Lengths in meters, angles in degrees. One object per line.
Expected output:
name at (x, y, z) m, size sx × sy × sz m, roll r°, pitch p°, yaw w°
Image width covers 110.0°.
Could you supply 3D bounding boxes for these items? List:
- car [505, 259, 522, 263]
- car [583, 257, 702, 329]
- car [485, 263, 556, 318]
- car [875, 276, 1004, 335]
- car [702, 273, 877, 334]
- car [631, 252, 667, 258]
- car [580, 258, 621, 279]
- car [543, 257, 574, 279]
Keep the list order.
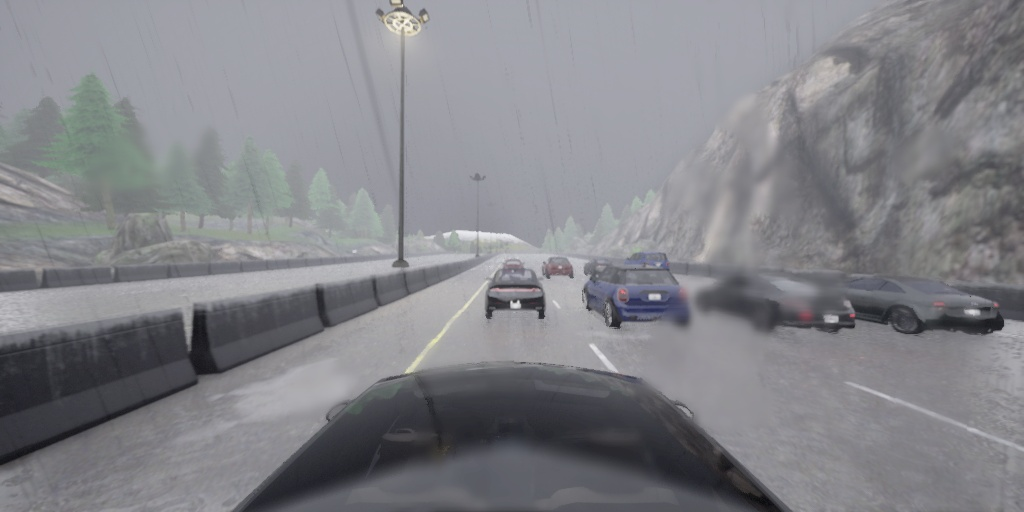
car at (0.111, 0.975, 30.486) m, size 1.812 × 1.442 × 4.674 m, roll 0°, pitch 1°, yaw 0°
car at (3.604, 1.037, 11.177) m, size 2.097 × 1.767 × 4.553 m, roll 0°, pitch 0°, yaw 0°
car at (0.104, 1.164, 12.520) m, size 2.128 × 1.511 × 4.902 m, roll 0°, pitch 1°, yaw 0°
car at (10.603, 1.256, 10.263) m, size 1.994 × 1.385 × 4.181 m, roll 0°, pitch 0°, yaw 0°
car at (7.103, 1.218, 10.269) m, size 1.812 × 1.442 × 4.674 m, roll 0°, pitch 0°, yaw 0°
car at (10.610, 0.699, 28.674) m, size 2.150 × 2.045 × 5.566 m, roll 0°, pitch 1°, yaw 0°
car at (7.110, 0.960, 29.272) m, size 2.128 × 1.511 × 4.902 m, roll 0°, pitch 1°, yaw 0°
car at (3.611, 0.824, 28.969) m, size 2.097 × 1.767 × 4.553 m, roll 0°, pitch 1°, yaw 0°
